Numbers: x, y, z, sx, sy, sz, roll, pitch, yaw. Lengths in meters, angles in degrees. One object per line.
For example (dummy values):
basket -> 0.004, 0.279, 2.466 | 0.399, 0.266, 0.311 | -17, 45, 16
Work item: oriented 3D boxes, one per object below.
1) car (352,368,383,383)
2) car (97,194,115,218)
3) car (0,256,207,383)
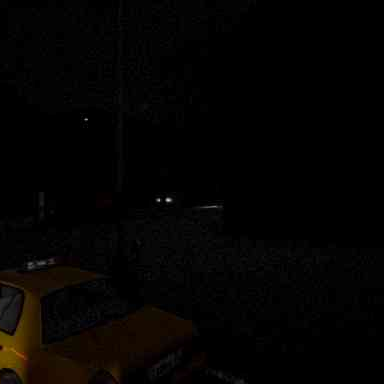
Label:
car -> 2.445, 1.440, 1.077 | 4.097, 1.590, 1.967 | 0, 0, 35
car -> -8.929, 1.197, 27.442 | 2.150, 2.045, 5.566 | 0, 0, 35
car -> -2.124, 1.526, 4.327 | 4.829, 1.417, 1.752 | 0, 0, 35
